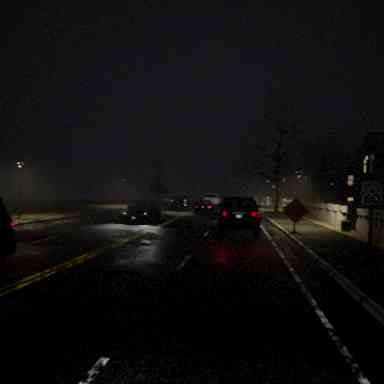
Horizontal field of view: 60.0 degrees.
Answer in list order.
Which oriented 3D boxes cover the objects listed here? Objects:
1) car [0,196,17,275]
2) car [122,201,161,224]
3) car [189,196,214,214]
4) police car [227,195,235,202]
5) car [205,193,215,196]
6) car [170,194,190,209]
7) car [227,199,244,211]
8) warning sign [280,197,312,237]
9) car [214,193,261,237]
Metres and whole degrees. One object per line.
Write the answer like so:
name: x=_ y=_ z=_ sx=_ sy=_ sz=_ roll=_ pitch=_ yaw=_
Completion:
car: x=-5.871 y=1.038 z=6.346 sx=2.150 sy=2.045 sz=5.566 roll=2 pitch=0 yaw=8
car: x=-3.453 y=1.376 z=23.634 sx=1.812 sy=1.442 sz=4.674 roll=2 pitch=0 yaw=8
car: x=1.363 y=1.512 z=34.902 sx=2.033 sy=1.411 sz=5.357 roll=2 pitch=0 yaw=7
police car: x=10.184 y=1.584 z=87.337 sx=1.930 sy=1.638 sz=5.238 roll=1 pitch=0 yaw=3
car: x=2.848 y=1.207 z=48.444 sx=2.150 sy=2.045 sz=5.566 roll=2 pitch=0 yaw=6
car: x=-1.338 y=1.045 z=40.100 sx=2.097 sy=1.767 sz=4.553 roll=2 pitch=0 yaw=6
car: x=5.630 y=1.631 z=43.503 sx=1.994 sy=1.385 sz=4.181 roll=2 pitch=0 yaw=6
warning sign: x=5.212 y=1.216 z=16.831 sx=1.300 sy=1.860 sz=1.060 roll=3 pitch=1 yaw=8
car: x=2.604 y=1.247 z=18.460 sx=2.150 sy=2.045 sz=5.566 roll=2 pitch=0 yaw=8
